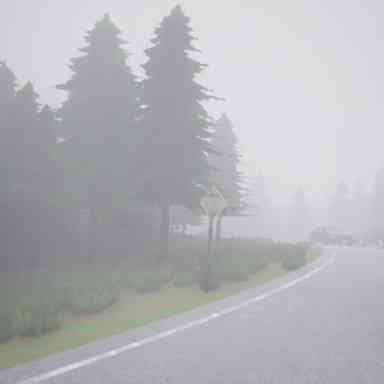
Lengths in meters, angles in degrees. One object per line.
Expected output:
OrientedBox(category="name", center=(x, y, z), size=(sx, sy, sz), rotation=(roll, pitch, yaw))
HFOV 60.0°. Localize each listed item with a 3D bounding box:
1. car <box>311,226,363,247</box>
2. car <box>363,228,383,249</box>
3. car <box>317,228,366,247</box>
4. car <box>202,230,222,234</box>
OrientedBox(category="car", center=(10.156, 3.209, 24.370), size=(2.033, 1.411, 5.357), rotation=(3, -7, 5))
OrientedBox(category="car", center=(14.572, 3.563, 25.399), size=(1.837, 1.490, 4.892), rotation=(3, -7, 2))
OrientedBox(category="car", center=(14.122, 4.336, 31.832), size=(1.882, 1.535, 5.008), rotation=(4, -7, -9))
OrientedBox(category="car", center=(2.646, 6.604, 52.030), size=(1.882, 1.535, 5.008), rotation=(5, -8, -33))
